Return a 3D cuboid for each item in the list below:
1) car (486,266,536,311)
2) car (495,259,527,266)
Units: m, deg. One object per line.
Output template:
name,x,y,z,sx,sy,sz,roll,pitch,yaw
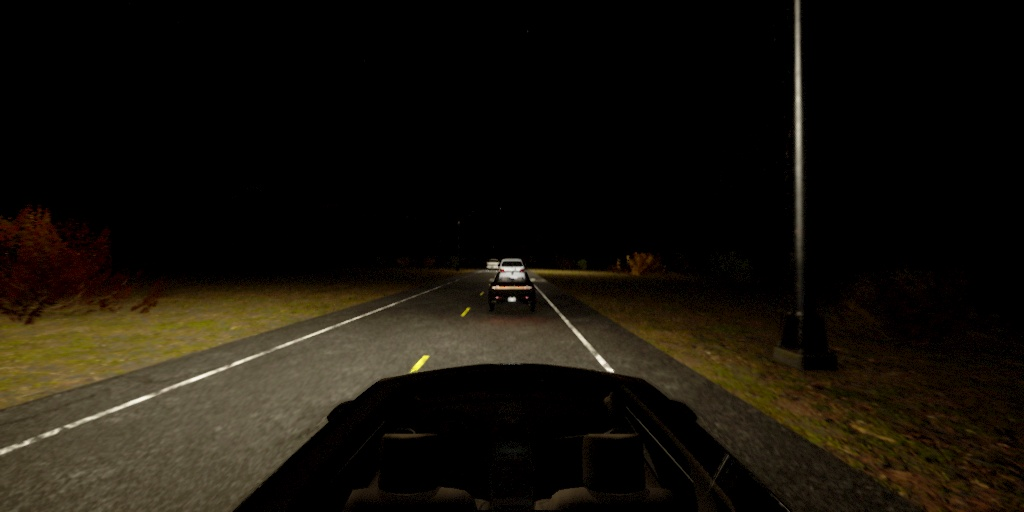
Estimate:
car,0.018,1.379,15.349,2.128,1.511,4.902,0,0,0
car,0.004,1.254,29.408,2.150,2.045,5.566,0,0,0
